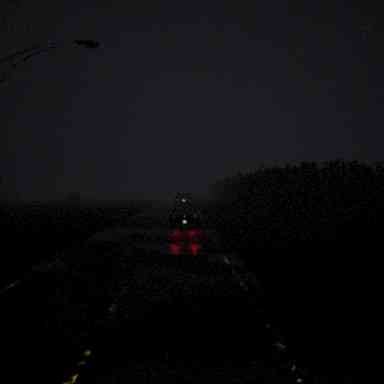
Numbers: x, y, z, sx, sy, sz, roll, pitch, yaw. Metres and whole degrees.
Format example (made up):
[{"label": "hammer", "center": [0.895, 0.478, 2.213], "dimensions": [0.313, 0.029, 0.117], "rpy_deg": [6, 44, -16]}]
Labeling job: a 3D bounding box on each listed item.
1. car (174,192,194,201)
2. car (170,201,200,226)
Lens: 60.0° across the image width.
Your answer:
[{"label": "car", "center": [-0.970, 1.067, 39.188], "dimensions": [2.150, 2.045, 5.566], "rpy_deg": [0, 0, -1]}, {"label": "car", "center": [-0.506, 1.523, 22.602], "dimensions": [1.895, 1.301, 4.718], "rpy_deg": [0, 0, -2]}]
